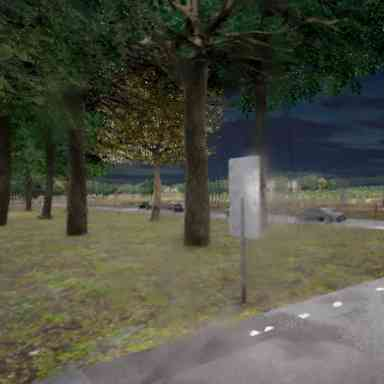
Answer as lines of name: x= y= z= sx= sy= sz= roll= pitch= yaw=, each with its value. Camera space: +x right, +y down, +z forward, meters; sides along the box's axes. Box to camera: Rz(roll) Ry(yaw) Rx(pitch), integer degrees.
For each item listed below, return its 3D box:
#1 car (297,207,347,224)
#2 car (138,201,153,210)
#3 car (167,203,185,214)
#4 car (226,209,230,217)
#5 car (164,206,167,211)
car: x=11.577 y=2.038 z=29.850 sx=1.994 sy=1.385 sz=4.181 roll=-1 pitch=-1 yaw=-35
car: x=-8.529 y=2.480 z=63.318 sx=2.097 sy=1.767 sz=4.553 roll=-1 pitch=0 yaw=-35
car: x=-1.210 y=2.377 z=48.020 sx=1.837 sy=1.490 sz=4.892 roll=-1 pitch=1 yaw=-35
car: x=5.814 y=2.222 z=38.016 sx=1.994 sy=1.385 sz=4.181 roll=-1 pitch=-1 yaw=-36
car: x=-3.005 y=2.528 z=55.581 sx=1.994 sy=1.385 sz=4.181 roll=-1 pitch=0 yaw=-34
